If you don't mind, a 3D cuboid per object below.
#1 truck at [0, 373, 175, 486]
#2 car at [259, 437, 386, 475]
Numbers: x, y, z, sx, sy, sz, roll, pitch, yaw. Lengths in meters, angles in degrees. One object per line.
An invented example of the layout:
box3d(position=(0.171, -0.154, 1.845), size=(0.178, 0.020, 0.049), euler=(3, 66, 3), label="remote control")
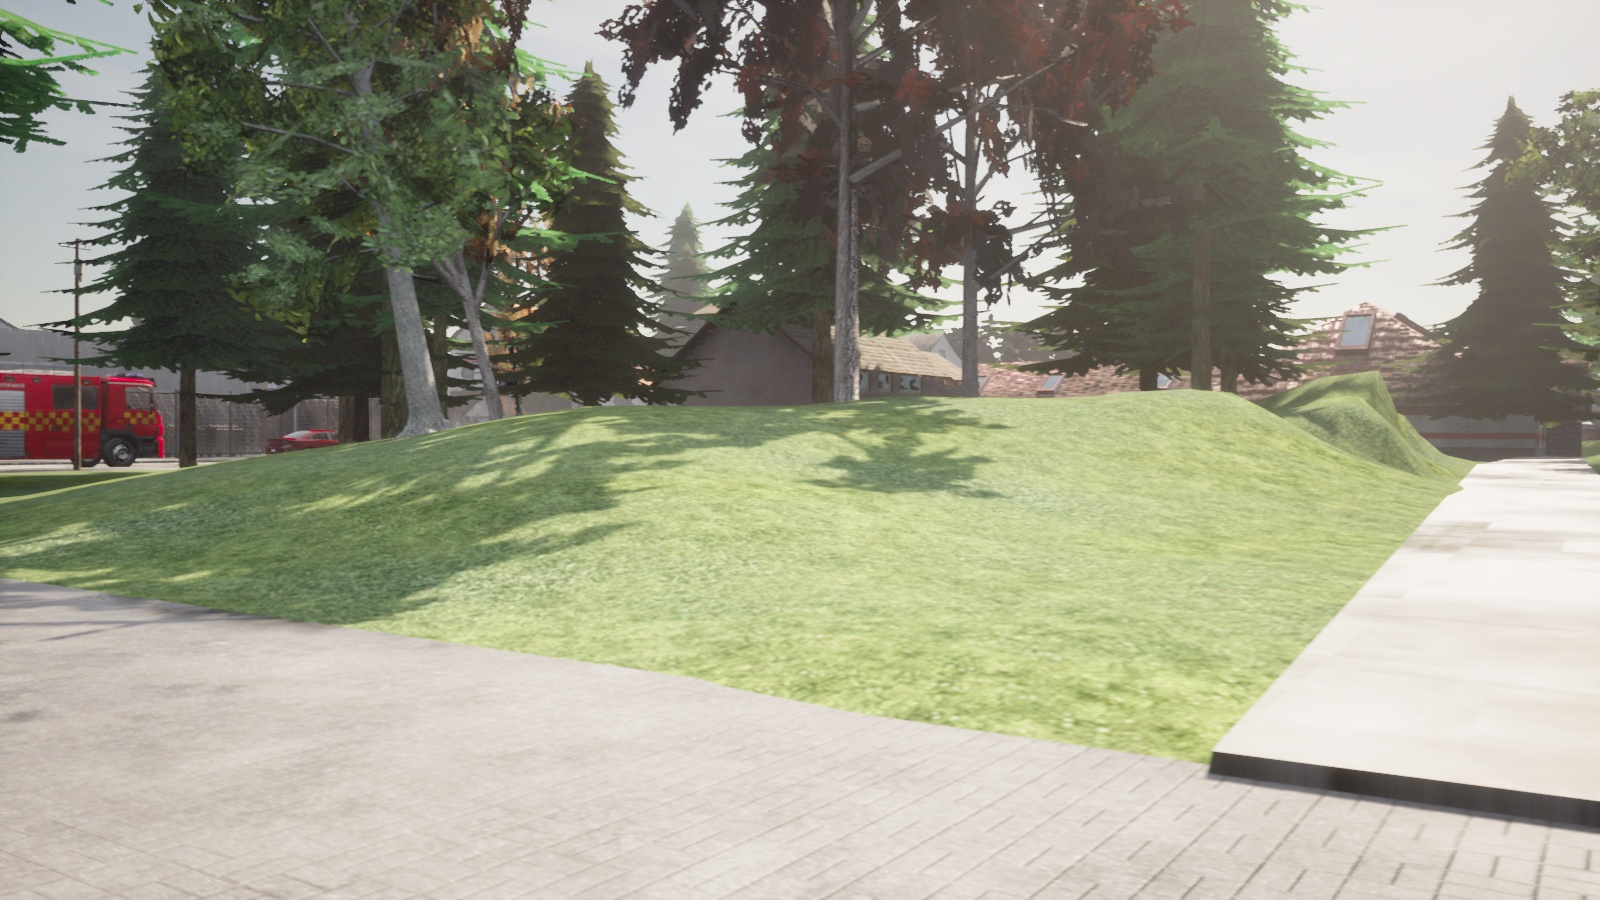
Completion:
box3d(position=(-27.183, -0.720, 44.681), size=(2.891, 3.827, 8.468), euler=(0, 1, 34), label="truck")
box3d(position=(-20.646, 0.229, 54.525), size=(1.882, 1.535, 5.008), euler=(0, 1, 33), label="car")
